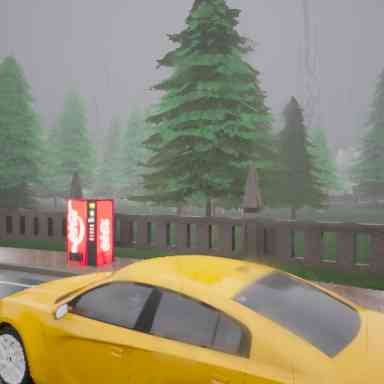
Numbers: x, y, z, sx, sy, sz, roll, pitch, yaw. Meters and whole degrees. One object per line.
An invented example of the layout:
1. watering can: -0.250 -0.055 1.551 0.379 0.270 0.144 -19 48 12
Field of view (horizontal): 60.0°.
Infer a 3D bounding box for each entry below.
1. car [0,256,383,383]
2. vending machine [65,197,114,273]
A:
1. car: -0.206 1.477 3.650 5.008 1.535 1.882 0 0 33
2. vending machine: -3.012 1.195 9.875 0.880 2.100 1.100 0 0 25
